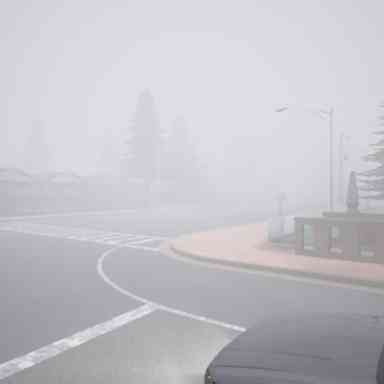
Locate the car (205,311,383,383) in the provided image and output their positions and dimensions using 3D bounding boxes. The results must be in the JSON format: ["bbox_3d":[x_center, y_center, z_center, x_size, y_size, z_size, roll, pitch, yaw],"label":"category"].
[{"bbox_3d":[2.642,1.549,2.090,5.357,1.411,2.033,0,0,36],"label":"car"}]
